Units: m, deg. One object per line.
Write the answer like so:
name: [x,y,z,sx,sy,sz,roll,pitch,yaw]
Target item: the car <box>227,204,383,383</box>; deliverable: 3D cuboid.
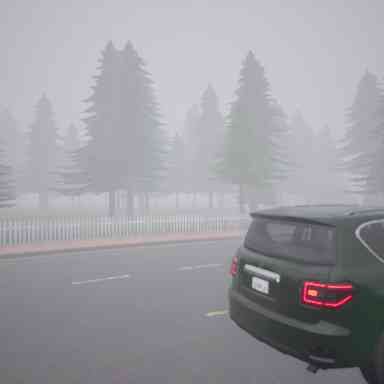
car: [3.210,1.219,5.302,5.566,2.045,2.150,0,0,-28]
